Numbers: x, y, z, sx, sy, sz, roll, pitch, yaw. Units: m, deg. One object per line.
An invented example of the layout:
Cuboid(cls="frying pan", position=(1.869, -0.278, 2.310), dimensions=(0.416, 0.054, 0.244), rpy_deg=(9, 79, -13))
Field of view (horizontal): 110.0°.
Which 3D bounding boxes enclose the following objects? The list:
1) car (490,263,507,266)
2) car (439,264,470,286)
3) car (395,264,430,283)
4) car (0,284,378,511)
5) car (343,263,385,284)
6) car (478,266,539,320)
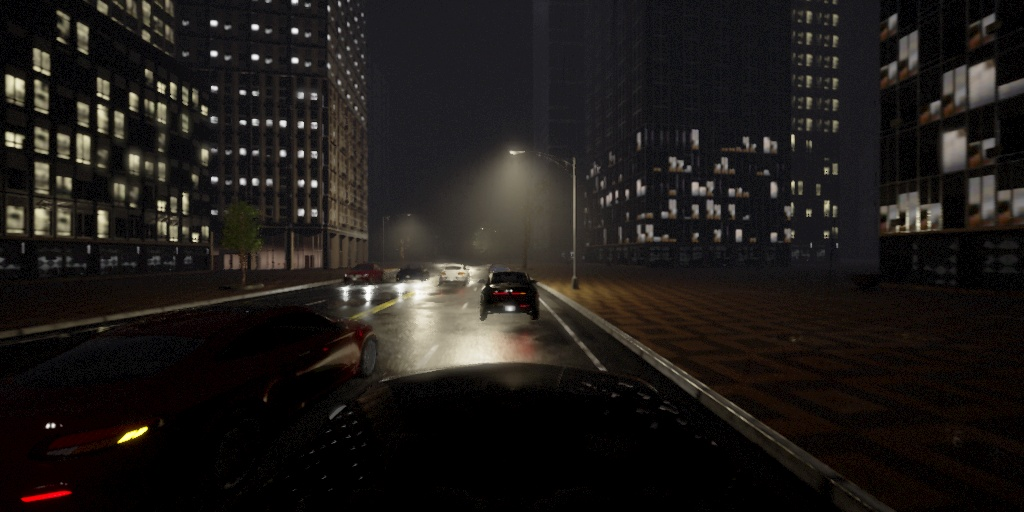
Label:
Cuboid(cls="car", position=(-1.188, 1.297, 31.553), dimensions=(2.033, 1.411, 5.357), rpy_deg=(0, 0, -5))
Cuboid(cls="car", position=(-3.984, 1.279, 25.119), dimensions=(1.812, 1.442, 4.674), rpy_deg=(0, 0, -4))
Cuboid(cls="car", position=(-7.622, 1.321, 27.810), dimensions=(1.994, 1.385, 4.181), rpy_deg=(0, 0, -4))
Cuboid(cls="car", position=(-3.203, 1.279, 4.302), dimensions=(1.812, 1.442, 4.674), rpy_deg=(0, 0, 0))
Cuboid(cls="car", position=(-10.789, 1.286, 26.518), dimensions=(1.812, 1.442, 4.674), rpy_deg=(0, 0, -4))
Cuboid(cls="car", position=(-0.128, 1.254, 12.678), dimensions=(1.837, 1.490, 4.892), rpy_deg=(0, 0, -2))
